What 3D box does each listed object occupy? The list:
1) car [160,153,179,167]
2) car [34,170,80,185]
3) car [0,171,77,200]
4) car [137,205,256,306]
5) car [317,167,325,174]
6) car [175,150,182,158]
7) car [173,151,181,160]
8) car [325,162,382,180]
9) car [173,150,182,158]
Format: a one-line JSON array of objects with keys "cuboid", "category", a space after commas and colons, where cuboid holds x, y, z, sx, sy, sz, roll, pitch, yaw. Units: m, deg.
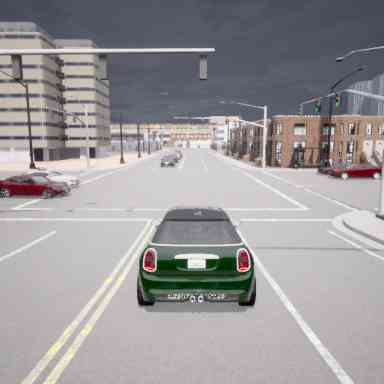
[{"cuboid": [-3.516, -4.516, 48.859, 2.128, 1.511, 4.902, 0, 8, 1], "category": "car"}, {"cuboid": [-10.991, -0.965, 25.311, 4.674, 1.442, 1.812, 0, 8, 0], "category": "car"}, {"cuboid": [-10.225, -0.385, 21.425, 4.674, 1.442, 1.812, 1, 8, 9], "category": "car"}, {"cuboid": [0.091, 1.075, 7.660, 2.097, 1.767, 4.553, 0, 4, 0], "category": "car"}, {"cuboid": [16.392, -2.511, 35.761, 5.357, 1.411, 2.033, 0, 8, 0], "category": "car"}, {"cuboid": [-3.377, -7.263, 67.491, 1.812, 1.442, 4.674, 0, 8, 1], "category": "car"}, {"cuboid": [-3.465, -5.924, 58.196, 1.882, 1.535, 5.008, 0, 9, 0], "category": "car"}, {"cuboid": [16.045, -2.062, 32.283, 5.008, 1.535, 1.882, 0, 8, 0], "category": "car"}, {"cuboid": [-3.346, -8.935, 77.540, 2.097, 1.767, 4.553, 0, 8, 0], "category": "car"}]
